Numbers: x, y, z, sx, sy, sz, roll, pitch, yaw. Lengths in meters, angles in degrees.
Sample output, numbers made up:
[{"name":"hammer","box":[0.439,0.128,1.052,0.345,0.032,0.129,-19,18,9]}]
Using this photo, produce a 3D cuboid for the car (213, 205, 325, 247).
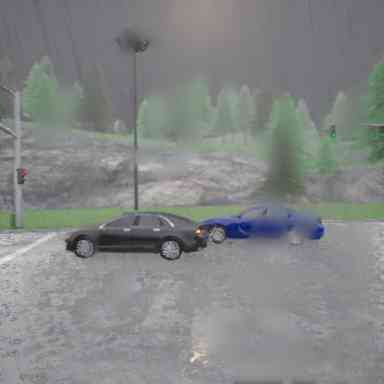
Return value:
[{"name":"car","box":[2.881,1.306,13.967,5.008,1.535,1.882,0,0,20]}]

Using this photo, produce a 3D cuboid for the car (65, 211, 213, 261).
[{"name":"car","box":[-1.883,1.415,11.396,4.892,1.490,1.837,0,-1,9]}]
